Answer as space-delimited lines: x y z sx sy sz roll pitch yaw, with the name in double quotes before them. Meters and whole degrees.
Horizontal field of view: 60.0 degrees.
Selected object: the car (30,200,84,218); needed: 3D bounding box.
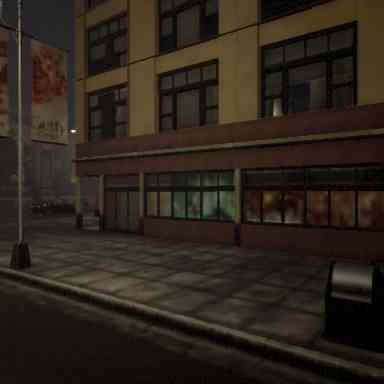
"car" -12.218 1.481 30.392 2.128 1.511 4.902 0 0 36
